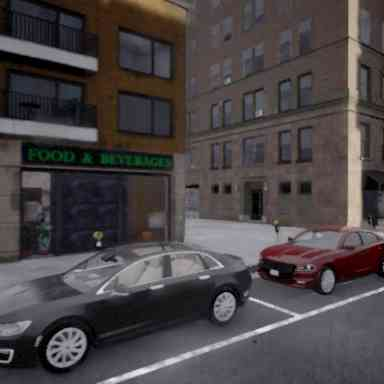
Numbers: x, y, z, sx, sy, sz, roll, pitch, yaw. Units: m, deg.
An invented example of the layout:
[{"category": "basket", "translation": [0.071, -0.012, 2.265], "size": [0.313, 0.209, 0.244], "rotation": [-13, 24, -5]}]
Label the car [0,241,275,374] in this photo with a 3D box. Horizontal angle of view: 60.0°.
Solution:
[{"category": "car", "translation": [-0.925, 1.565, 5.532], "size": [4.403, 1.369, 2.008], "rotation": [0, 0, -36]}]

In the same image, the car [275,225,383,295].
[{"category": "car", "translation": [3.696, 1.593, 8.839], "size": [4.507, 1.381, 1.887], "rotation": [0, 0, -36]}]
